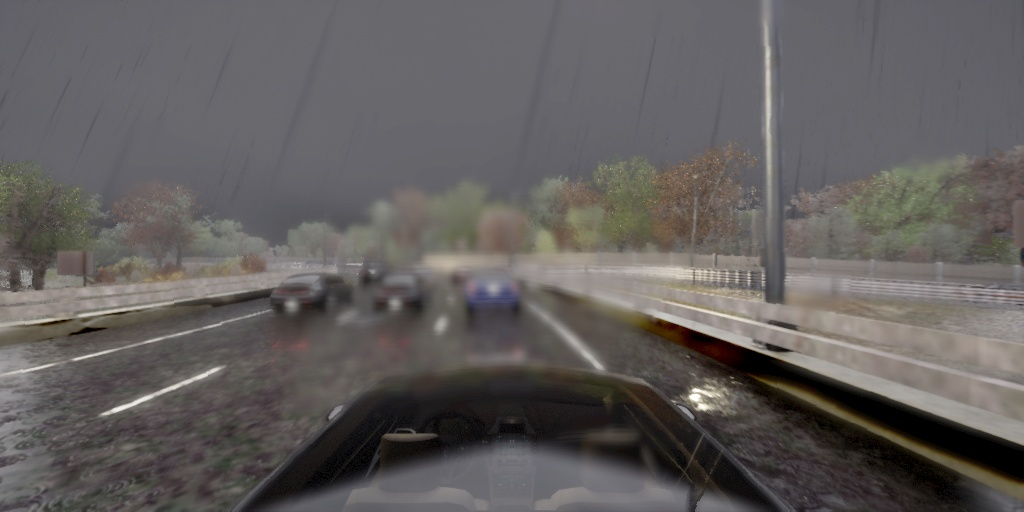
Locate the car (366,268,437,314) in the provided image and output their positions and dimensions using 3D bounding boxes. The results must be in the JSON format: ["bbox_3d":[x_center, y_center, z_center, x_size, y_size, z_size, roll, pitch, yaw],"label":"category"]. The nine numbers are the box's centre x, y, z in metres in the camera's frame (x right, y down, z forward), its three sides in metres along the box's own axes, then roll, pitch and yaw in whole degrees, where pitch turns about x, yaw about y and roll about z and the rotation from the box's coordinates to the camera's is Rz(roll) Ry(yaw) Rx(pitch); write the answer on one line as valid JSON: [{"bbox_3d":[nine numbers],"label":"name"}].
[{"bbox_3d":[-4.413,1.459,15.101,1.837,1.490,4.892,0,0,-7],"label":"car"}]

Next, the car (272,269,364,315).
[{"bbox_3d":[-7.907,1.469,14.812,1.837,1.490,4.892,0,0,-7],"label":"car"}]

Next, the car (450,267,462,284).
[{"bbox_3d":[-4.300,1.711,31.973,1.812,1.442,4.674,0,-1,-15],"label":"car"}]

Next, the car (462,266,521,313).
[{"bbox_3d":[-0.919,1.293,15.289,2.097,1.767,4.553,0,-1,-7],"label":"car"}]

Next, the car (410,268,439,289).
[{"bbox_3d":[-6.952,1.694,28.398,2.033,1.411,5.357,0,-1,-14],"label":"car"}]

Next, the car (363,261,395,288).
[{"bbox_3d":[-10.614,1.387,28.569,2.150,2.045,5.566,0,-1,-15],"label":"car"}]

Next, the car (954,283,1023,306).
[{"bbox_3d":[37.621,2.903,27.618,4.553,1.767,2.097,3,1,28],"label":"car"}]
